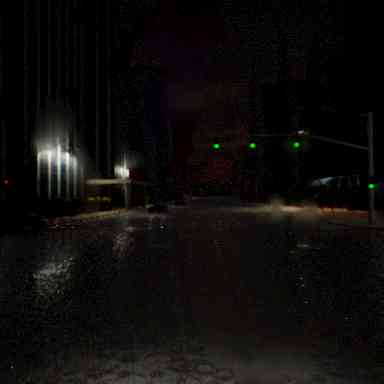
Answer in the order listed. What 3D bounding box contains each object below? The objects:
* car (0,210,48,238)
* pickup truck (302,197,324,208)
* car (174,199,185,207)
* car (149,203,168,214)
[{"bbox_3d":[-10.667,1.756,18.415,4.902,1.511,2.128,0,1,-18],"label":"car"},{"bbox_3d":[20.377,1.499,55.845,2.390,2.098,6.274,-1,-1,34],"label":"pickup truck"},{"bbox_3d":[-2.553,2.173,67.372,1.994,1.385,4.181,0,-1,4],"label":"car"},{"bbox_3d":[-4.184,2.054,41.814,1.895,1.301,4.718,0,-1,4],"label":"car"}]
